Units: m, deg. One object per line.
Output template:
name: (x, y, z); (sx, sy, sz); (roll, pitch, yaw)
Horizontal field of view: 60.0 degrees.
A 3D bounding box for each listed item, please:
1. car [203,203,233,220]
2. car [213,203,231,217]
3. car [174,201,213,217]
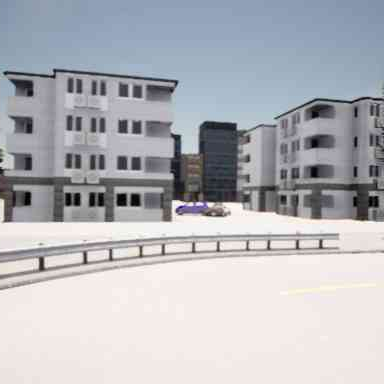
car: (2.810, 1.963, 34.481); (2.038, 1.542, 4.974); (1, 0, 17)
car: (2.797, 1.805, 34.432); (1.853, 1.218, 4.536); (1, 0, 17)
car: (0.011, 1.671, 34.191); (3.633, 1.501, 1.845); (1, 0, -2)
